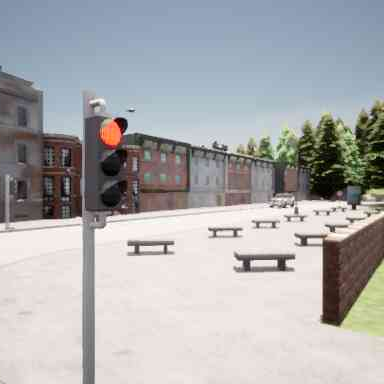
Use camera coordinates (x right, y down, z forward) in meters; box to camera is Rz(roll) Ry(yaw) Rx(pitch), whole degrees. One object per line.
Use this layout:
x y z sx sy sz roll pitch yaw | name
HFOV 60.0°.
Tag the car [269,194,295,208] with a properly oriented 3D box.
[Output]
12.921 1.250 47.450 2.150 2.045 5.566 0 0 36 | car
